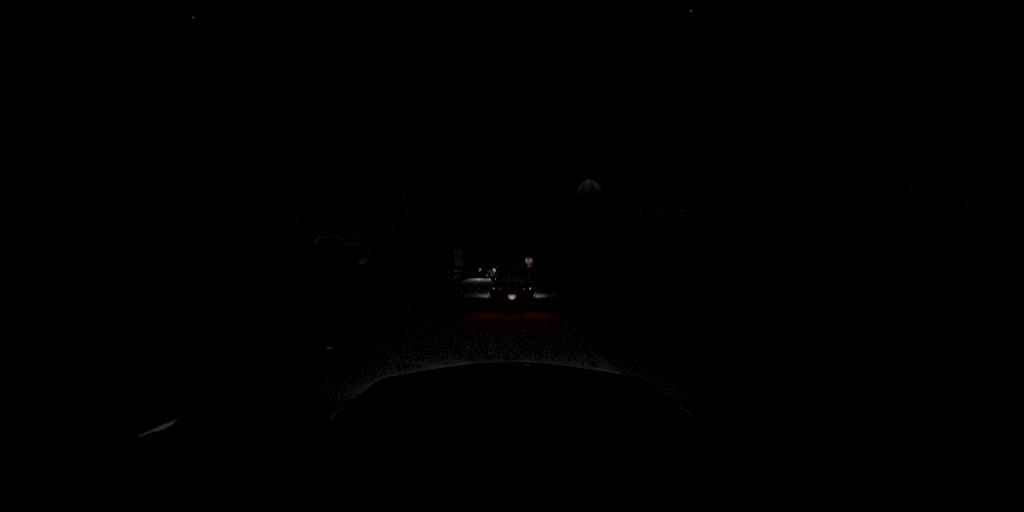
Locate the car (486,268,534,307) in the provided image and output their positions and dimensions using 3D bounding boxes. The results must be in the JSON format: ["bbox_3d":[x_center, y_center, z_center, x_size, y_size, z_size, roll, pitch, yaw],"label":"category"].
[{"bbox_3d":[0.005,1.428,16.237,1.812,1.442,4.674,0,0,0],"label":"car"}]

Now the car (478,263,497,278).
[{"bbox_3d":[-2.752,1.580,41.532,2.097,1.767,4.553,0,-1,0],"label":"car"}]
